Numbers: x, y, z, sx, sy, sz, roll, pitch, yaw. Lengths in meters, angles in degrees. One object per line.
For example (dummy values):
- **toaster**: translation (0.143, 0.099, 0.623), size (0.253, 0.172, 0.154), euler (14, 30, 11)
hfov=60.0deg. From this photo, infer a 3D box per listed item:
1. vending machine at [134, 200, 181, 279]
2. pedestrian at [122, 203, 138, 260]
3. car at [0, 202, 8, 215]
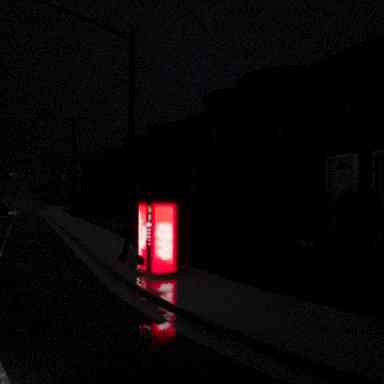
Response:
- **vending machine**: translation (-1.002, 1.280, 9.559), size (1.100, 2.100, 0.880), euler (1, -1, -27)
- **pedestrian**: translation (-1.845, 1.226, 10.314), size (0.375, 1.860, 0.375), euler (1, -1, -27)
- **car**: translation (-20.700, 1.735, 35.225), size (1.994, 1.385, 4.181), euler (1, -1, -26)
